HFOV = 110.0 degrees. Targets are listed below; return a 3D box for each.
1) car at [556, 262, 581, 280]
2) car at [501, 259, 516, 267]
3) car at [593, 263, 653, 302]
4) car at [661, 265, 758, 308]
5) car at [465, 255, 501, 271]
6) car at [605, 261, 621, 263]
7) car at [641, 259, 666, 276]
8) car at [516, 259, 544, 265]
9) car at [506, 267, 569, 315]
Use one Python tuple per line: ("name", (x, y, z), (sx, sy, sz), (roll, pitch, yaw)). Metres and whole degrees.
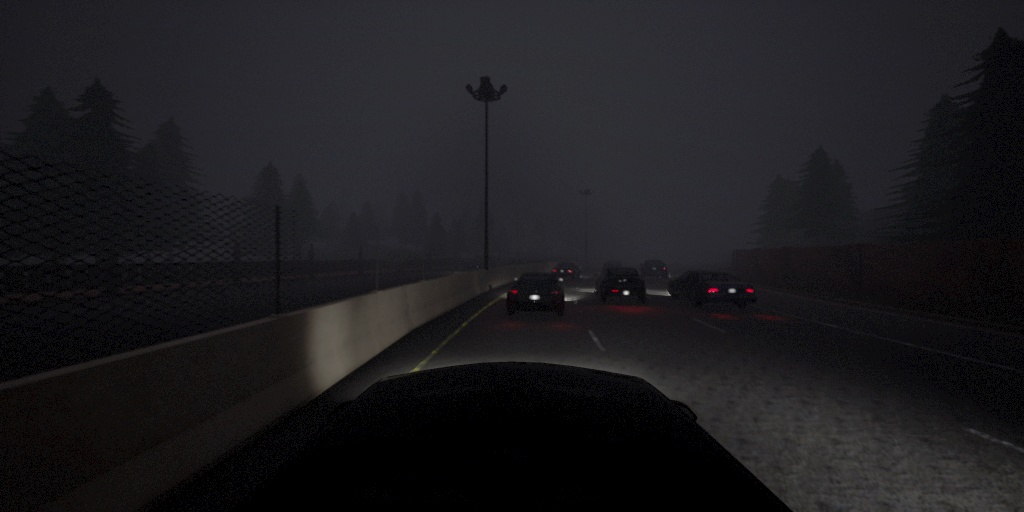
("car", (4.763, 1.247, 30.935), (2.033, 1.411, 5.357), (0, 0, 18))
("car", (0.108, 1.150, 47.793), (2.128, 1.511, 4.902), (0, 0, 26))
("car", (4.993, 1.234, 16.868), (1.837, 1.490, 4.892), (0, 0, 9))
("car", (8.198, 1.286, 15.219), (2.033, 1.411, 5.357), (0, 0, 9))
("car", (-4.021, 0.871, 47.306), (2.150, 2.045, 5.566), (0, 0, 25))
("car", (9.823, 1.180, 34.632), (1.882, 1.535, 5.008), (0, 0, 21))
("car", (12.475, 1.066, 31.689), (2.097, 1.767, 4.553), (0, 0, 19))
("car", (2.723, 1.174, 45.196), (1.837, 1.490, 4.892), (0, 0, 26))
("car", (0.969, 1.292, 13.482), (1.994, 1.385, 4.181), (0, 0, 7))
